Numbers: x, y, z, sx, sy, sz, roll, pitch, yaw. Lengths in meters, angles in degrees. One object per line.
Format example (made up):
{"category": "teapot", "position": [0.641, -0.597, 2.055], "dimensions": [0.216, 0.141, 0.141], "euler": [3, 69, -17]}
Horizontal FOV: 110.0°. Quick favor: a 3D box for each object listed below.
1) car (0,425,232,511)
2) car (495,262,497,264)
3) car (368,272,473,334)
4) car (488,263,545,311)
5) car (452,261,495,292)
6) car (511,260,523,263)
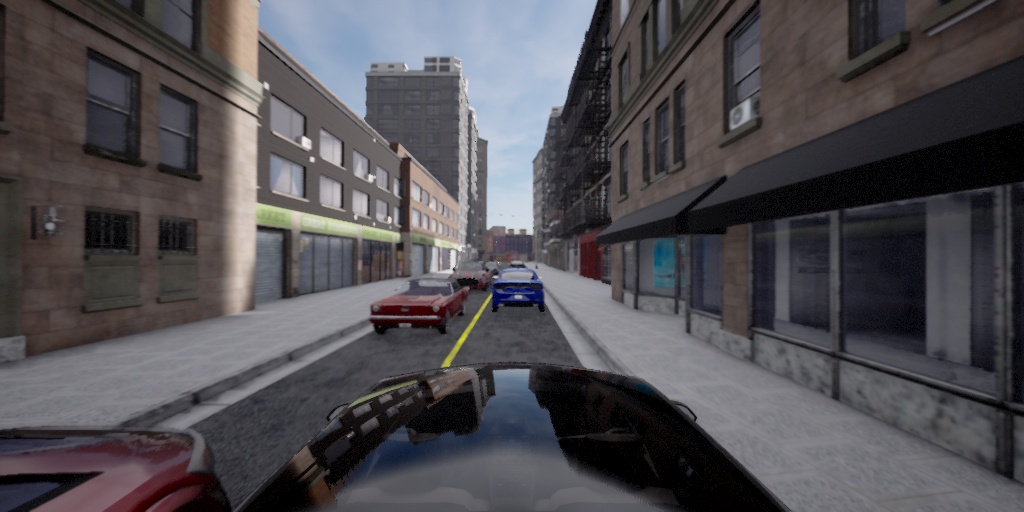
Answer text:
{"category": "car", "position": [-2.633, 1.302, 0.340], "dimensions": [1.994, 1.385, 4.181], "euler": [0, 0, 0]}
{"category": "car", "position": [-2.119, 1.269, 34.221], "dimensions": [1.837, 1.490, 4.892], "euler": [0, 0, 1]}
{"category": "car", "position": [-2.506, 1.336, 10.687], "dimensions": [1.895, 1.301, 4.718], "euler": [0, 0, 1]}
{"category": "car", "position": [0.242, 1.226, 14.524], "dimensions": [1.882, 1.535, 5.008], "euler": [0, 0, 1]}
{"category": "car", "position": [-2.368, 1.087, 21.163], "dimensions": [2.097, 1.767, 4.553], "euler": [0, 0, 1]}
{"category": "car", "position": [0.566, 1.235, 41.002], "dimensions": [1.882, 1.535, 5.008], "euler": [0, 0, 1]}
